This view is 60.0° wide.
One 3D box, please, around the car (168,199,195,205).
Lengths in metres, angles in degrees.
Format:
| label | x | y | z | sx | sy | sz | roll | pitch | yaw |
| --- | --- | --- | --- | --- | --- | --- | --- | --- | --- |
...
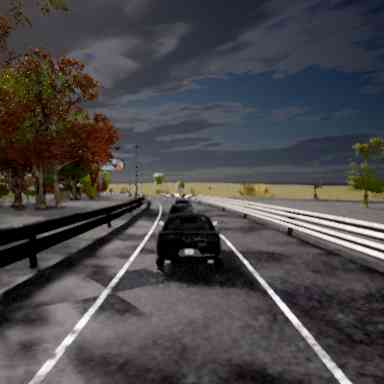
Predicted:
| label | x | y | z | sx | sy | sz | roll | pitch | yaw |
| --- | --- | --- | --- | --- | --- | --- | --- | --- | --- |
| car | -0.836 | 1.359 | 26.906 | 1.837 | 1.490 | 4.892 | 0 | 1 | -3 |

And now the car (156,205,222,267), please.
| label | x | y | z | sx | sy | sz | roll | pitch | yaw |
| --- | --- | --- | --- | --- | --- | --- | --- | --- | --- |
| car | -0.127 | 1.414 | 11.197 | 1.882 | 1.535 | 5.008 | 0 | 0 | -1 |
